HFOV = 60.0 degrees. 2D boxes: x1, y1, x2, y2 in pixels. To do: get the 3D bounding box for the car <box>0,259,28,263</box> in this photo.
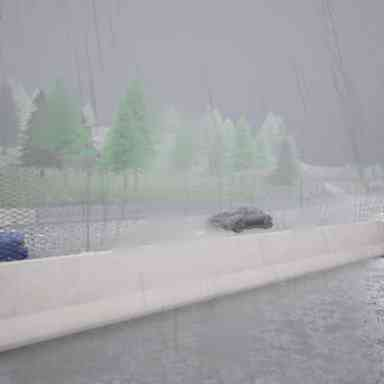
[{"bbox_3d":[-6.669,1.500,7.866,5.008,1.535,1.882,0,0,-36],"label":"car"}]
